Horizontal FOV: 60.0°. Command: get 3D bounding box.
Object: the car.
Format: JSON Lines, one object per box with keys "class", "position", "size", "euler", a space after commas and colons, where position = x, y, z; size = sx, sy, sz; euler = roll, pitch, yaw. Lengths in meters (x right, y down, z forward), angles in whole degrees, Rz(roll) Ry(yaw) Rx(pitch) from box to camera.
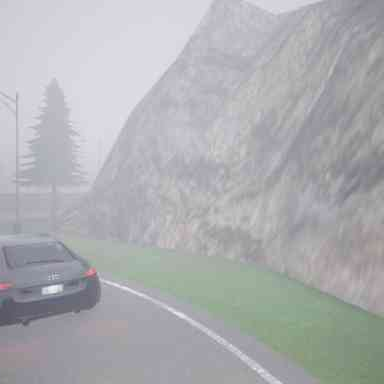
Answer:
{"class": "car", "position": [-3.587, 1.564, 6.974], "size": [1.994, 1.385, 4.181], "euler": [0, 0, -41]}
